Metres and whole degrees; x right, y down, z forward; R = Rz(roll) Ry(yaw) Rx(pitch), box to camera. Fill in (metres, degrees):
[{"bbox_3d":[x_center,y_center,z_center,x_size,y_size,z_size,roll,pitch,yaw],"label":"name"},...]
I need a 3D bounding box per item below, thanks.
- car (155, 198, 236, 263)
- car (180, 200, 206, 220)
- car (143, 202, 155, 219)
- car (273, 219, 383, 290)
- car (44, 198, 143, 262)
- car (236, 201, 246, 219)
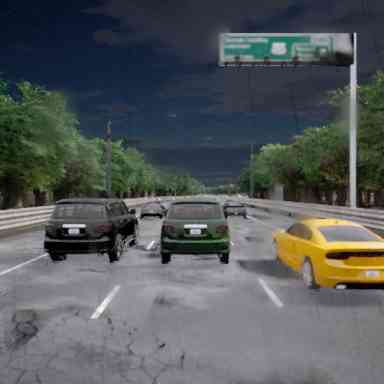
[{"bbox_3d":[0.097,1.226,12.151,2.150,2.045,5.566,0,0,0],"label":"car"},{"bbox_3d":[0.094,1.531,29.392,2.128,1.511,4.902,0,0,0],"label":"car"},{"bbox_3d":[-3.406,1.605,29.928,1.994,1.385,4.181,0,0,0],"label":"car"},{"bbox_3d":[3.598,1.480,9.112,1.882,1.535,5.008,0,0,0],"label":"car"},{"bbox_3d":[-3.404,1.226,12.276,2.150,2.045,5.566,0,0,0],"label":"car"},{"bbox_3d":[3.596,1.531,29.375,2.128,1.511,4.902,0,0,0],"label":"car"}]
